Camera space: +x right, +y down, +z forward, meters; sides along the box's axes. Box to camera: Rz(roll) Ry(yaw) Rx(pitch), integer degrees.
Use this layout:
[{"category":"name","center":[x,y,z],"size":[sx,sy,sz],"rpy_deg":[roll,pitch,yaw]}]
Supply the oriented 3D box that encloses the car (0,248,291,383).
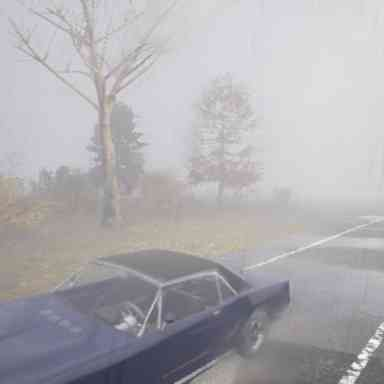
[{"category":"car","center":[-0.734,1.470,3.876],"size":[1.895,1.301,4.718],"rpy_deg":[3,2,42]}]
